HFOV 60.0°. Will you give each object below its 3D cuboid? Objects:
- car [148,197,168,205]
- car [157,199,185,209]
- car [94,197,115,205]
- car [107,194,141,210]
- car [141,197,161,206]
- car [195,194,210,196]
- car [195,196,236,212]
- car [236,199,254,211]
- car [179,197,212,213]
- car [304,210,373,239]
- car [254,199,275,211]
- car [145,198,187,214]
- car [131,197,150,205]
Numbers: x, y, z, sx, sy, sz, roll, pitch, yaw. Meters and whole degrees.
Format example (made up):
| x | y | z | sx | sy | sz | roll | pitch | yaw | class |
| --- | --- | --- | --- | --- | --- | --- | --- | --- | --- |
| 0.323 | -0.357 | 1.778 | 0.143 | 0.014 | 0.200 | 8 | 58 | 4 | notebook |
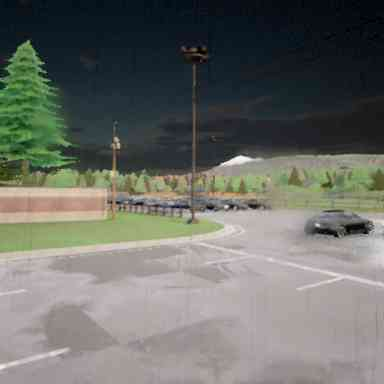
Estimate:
| x | y | z | sx | sy | sz | roll | pitch | yaw | class |
| --- | --- | --- | --- | --- | --- | --- | --- | --- | --- |
| -6.876 | 1.710 | 66.424 | 1.812 | 1.442 | 4.674 | 0 | 0 | -35 | car |
| -3.210 | 1.746 | 49.281 | 1.895 | 1.301 | 4.718 | 0 | 0 | -36 | car |
| -16.159 | 1.669 | 61.311 | 2.033 | 1.411 | 5.357 | 0 | 0 | -35 | car |
| -9.767 | 1.321 | 46.406 | 2.150 | 2.045 | 5.566 | 0 | 0 | -36 | car |
| -6.648 | 1.615 | 48.121 | 2.128 | 1.511 | 4.902 | 0 | 0 | -33 | car |
| 1.975 | 1.409 | 54.094 | 2.150 | 2.045 | 5.566 | 0 | 0 | -35 | car |
| 2.636 | 1.639 | 41.202 | 2.128 | 1.511 | 4.902 | 0 | 0 | -36 | car |
| 5.312 | 1.673 | 43.478 | 1.837 | 1.490 | 4.892 | 0 | 0 | -36 | car |
| -0.222 | 1.632 | 39.177 | 1.837 | 1.490 | 4.892 | 0 | 0 | -36 | car |
| 8.011 | 1.662 | 18.063 | 4.181 | 1.385 | 1.994 | 0 | 0 | -36 | car |
| 8.877 | 1.693 | 44.524 | 1.837 | 1.490 | 4.892 | 0 | 0 | -36 | car |
| -2.918 | 1.707 | 36.930 | 1.895 | 1.301 | 4.718 | 0 | 0 | -36 | car |
| -10.040 | 1.690 | 64.828 | 1.812 | 1.442 | 4.674 | 0 | 0 | -34 | car |
